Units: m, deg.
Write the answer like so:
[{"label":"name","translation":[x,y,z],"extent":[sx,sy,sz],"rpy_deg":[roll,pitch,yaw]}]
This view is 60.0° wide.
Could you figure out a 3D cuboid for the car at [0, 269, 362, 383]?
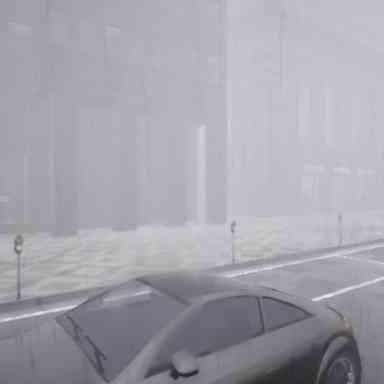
[{"label":"car","translation":[-0.228,1.563,3.215],"extent":[4.181,1.385,1.994],"rpy_deg":[0,0,-35]}]
